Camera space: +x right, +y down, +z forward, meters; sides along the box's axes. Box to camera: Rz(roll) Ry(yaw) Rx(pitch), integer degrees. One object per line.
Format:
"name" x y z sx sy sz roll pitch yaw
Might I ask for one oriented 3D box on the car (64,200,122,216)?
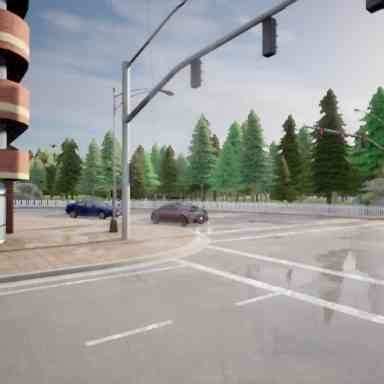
"car" -9.678 1.504 32.495 5.357 1.411 2.033 0 0 23

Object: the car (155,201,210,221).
"car" -0.795 1.525 27.338 4.181 1.385 1.994 0 0 35

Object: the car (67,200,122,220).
"car" -8.203 1.432 27.885 5.008 1.535 1.882 0 0 25

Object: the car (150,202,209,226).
"car" -0.915 1.522 22.836 4.181 1.385 1.994 0 0 40
